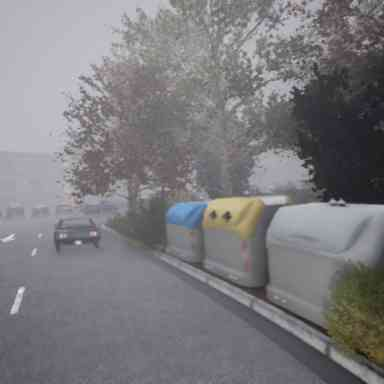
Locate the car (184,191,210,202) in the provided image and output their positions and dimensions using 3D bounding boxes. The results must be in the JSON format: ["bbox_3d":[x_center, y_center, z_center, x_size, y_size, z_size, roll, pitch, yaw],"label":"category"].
[{"bbox_3d":[0.726,0.652,52.474,2.163,1.488,4.792,-5,1,-24],"label":"car"}]

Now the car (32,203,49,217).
[{"bbox_3d":[-19.708,2.282,43.383,2.097,1.535,5.008,-5,1,-24],"label":"car"}]

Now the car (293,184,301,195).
[{"bbox_3d":[11.256,0.139,42.837,2.163,1.488,4.792,-4,1,-24],"label":"car"}]

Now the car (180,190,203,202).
[{"bbox_3d":[-1.458,0.869,37.199,2.435,2.045,5.566,-5,1,-24],"label":"car"}]

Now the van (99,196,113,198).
[{"bbox_3d":[-12.103,1.431,46.881,1.878,1.987,4.442,-5,1,-24],"label":"van"}]

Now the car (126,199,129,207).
[{"bbox_3d":[-9.470,1.476,47.887,2.163,1.488,4.792,-5,1,-24],"label":"car"}]

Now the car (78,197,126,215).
[{"bbox_3d":[-10.028,1.723,37.556,1.882,1.535,5.008,-5,1,23],"label":"car"}]

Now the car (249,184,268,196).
[{"bbox_3d":[6.160,0.257,40.578,2.435,2.045,5.566,-4,1,-24],"label":"car"}]

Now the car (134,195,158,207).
[{"bbox_3d":[-6.854,1.234,48.877,1.946,1.575,5.366,-5,1,-24],"label":"car"}]

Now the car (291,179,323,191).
[{"bbox_3d":[21.179,-1.226,61.478,2.435,2.045,5.566,-4,1,-24],"label":"car"}]

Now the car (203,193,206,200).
[{"bbox_3d":[1.224,0.945,38.358,2.002,1.452,4.674,-5,1,-24],"label":"car"}]

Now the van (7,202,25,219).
[{"bbox_3d":[-22.324,2.267,42.346,1.878,1.987,4.442,-5,1,-24],"label":"van"}]

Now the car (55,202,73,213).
[{"bbox_3d":[-17.160,2.103,44.540,2.163,1.488,4.792,-5,1,-24],"label":"car"}]

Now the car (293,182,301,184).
[{"bbox_3d":[13.802,-0.090,43.941,2.097,1.535,5.008,-4,1,-24],"label":"car"}]

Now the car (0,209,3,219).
[{"bbox_3d":[-24.813,2.574,41.080,2.185,1.767,4.553,-5,1,-24],"label":"car"}]

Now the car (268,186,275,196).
[{"bbox_3d":[8.740,0.337,41.657,2.163,1.488,4.792,-4,1,-24],"label":"car"}]

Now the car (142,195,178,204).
[{"bbox_3d":[-3.884,1.068,36.122,2.435,2.045,5.566,-5,1,-24],"label":"car"}]

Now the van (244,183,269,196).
[{"bbox_3d":[10.991,-0.406,56.870,1.878,1.987,4.442,-4,1,-24],"label":"van"}]

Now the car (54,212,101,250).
[{"bbox_3d":[-5.623,1.887,16.021,1.895,1.301,4.718,-1,-1,-23],"label":"car"}]
